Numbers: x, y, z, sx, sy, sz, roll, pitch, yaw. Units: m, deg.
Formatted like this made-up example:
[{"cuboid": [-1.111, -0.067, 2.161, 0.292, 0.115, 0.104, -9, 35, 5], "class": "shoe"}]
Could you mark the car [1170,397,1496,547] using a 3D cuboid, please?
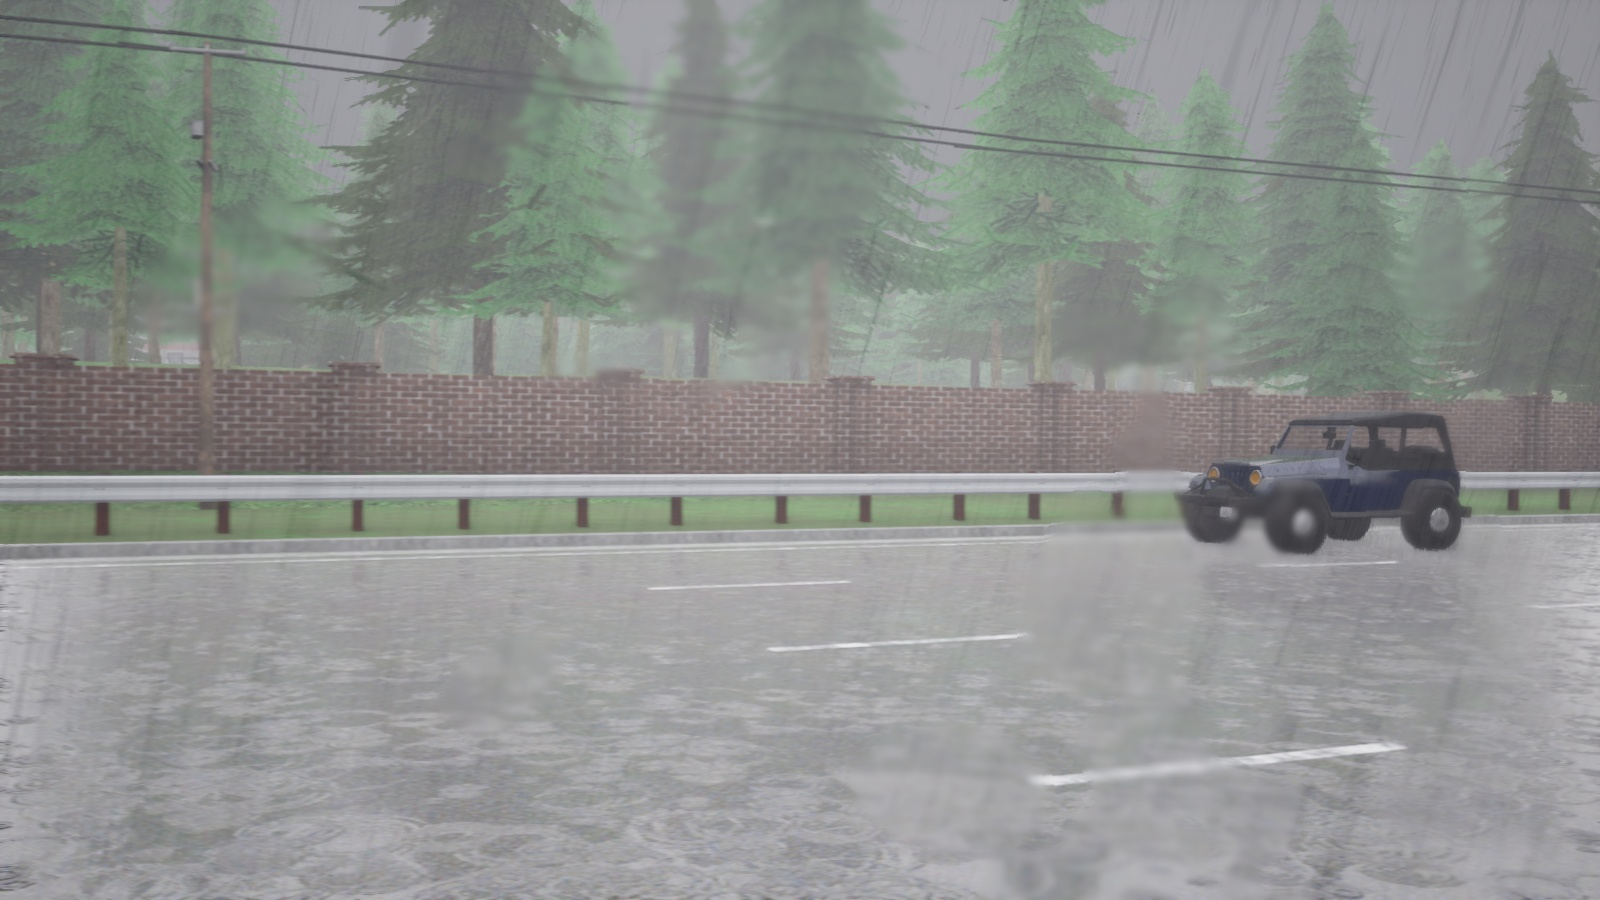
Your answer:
[{"cuboid": [7.289, 0.235, 17.235, 3.866, 1.878, 1.905, -1, 1, -21], "class": "car"}]
